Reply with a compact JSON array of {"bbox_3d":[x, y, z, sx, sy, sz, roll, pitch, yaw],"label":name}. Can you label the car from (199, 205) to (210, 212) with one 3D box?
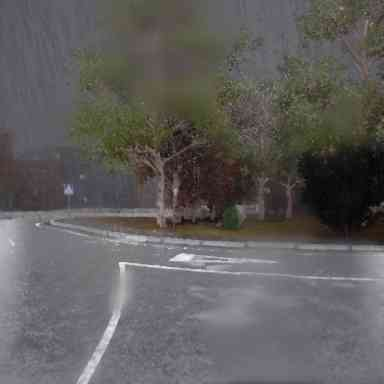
[{"bbox_3d":[3.882,4.663,93.764,2.435,2.045,5.566,0,-2,26],"label":"car"}]
